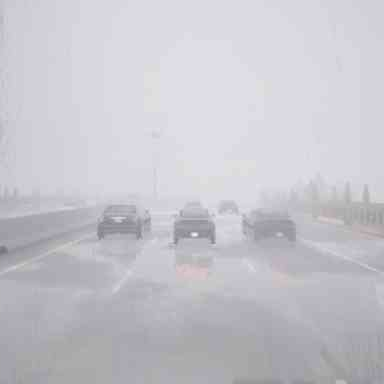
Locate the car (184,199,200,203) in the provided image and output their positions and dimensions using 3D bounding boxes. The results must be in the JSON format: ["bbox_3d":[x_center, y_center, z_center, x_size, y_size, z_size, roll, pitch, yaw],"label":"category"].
[{"bbox_3d":[0.114,1.470,34.233,1.837,1.490,4.892,0,0,0],"label":"car"}]

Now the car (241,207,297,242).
[{"bbox_3d":[3.602,1.489,16.131,1.837,1.490,4.892,0,0,0],"label":"car"}]

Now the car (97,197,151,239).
[{"bbox_3d":[-3.397,1.334,17.445,2.097,1.767,4.553,0,0,0],"label":"car"}]

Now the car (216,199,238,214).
[{"bbox_3d":[3.614,1.470,34.231,1.837,1.490,4.892,0,0,0],"label":"car"}]

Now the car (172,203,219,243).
[{"bbox_3d":[0.103,1.489,16.060,1.837,1.490,4.892,0,0,0],"label":"car"}]

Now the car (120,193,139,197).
[{"bbox_3d":[-9.627,1.169,51.217,2.150,2.045,5.566,0,0,8],"label":"car"}]

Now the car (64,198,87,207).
[{"bbox_3d":[-16.928,1.515,48.361,1.994,1.385,4.181,0,0,6],"label":"car"}]
